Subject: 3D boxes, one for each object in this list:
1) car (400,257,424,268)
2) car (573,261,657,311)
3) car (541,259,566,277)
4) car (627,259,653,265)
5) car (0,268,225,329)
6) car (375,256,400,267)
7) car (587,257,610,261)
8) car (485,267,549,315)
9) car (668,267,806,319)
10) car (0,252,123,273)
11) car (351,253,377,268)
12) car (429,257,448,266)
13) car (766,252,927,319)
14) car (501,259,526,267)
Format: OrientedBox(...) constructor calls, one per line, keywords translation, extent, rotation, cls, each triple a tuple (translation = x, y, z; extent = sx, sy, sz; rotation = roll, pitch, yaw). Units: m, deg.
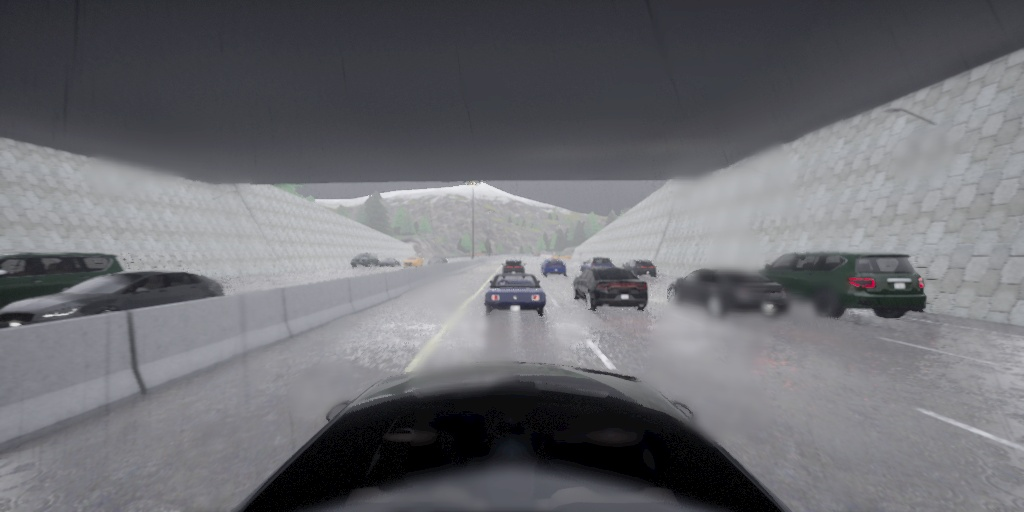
OrientedBox(translation=(-14.002, 0.834, 51.392), extent=(1.882, 1.535, 5.008), rotation=(0, 0, 1), cls="car")
OrientedBox(translation=(3.606, 1.132, 13.923), extent=(1.882, 1.535, 5.008), rotation=(0, 0, 0), cls="car")
OrientedBox(translation=(3.633, 0.989, 31.929), extent=(1.882, 1.535, 5.008), rotation=(0, 0, 0), cls="car")
OrientedBox(translation=(10.631, 1.029, 30.443), extent=(1.837, 1.490, 4.892), rotation=(0, 0, 0), cls="car")
OrientedBox(translation=(-10.596, 1.188, 10.055), extent=(1.837, 1.490, 4.892), rotation=(0, 0, 0), cls="car")
OrientedBox(translation=(-17.498, 0.920, 51.418), extent=(1.994, 1.385, 4.181), rotation=(0, 0, 1), cls="car")
OrientedBox(translation=(7.130, 0.879, 30.093), extent=(2.097, 1.767, 4.553), rotation=(0, 0, 0), cls="car")
OrientedBox(translation=(0.106, 1.262, 12.980), extent=(1.895, 1.301, 4.718), rotation=(0, 0, 0), cls="car")
OrientedBox(translation=(7.105, 1.172, 12.324), extent=(1.837, 1.490, 4.892), rotation=(0, 0, 0), cls="car")
OrientedBox(translation=(-14.094, 0.906, 9.915), extent=(2.150, 2.045, 5.566), rotation=(0, 0, 0), cls="car")
OrientedBox(translation=(-21.003, 0.577, 51.417), extent=(2.150, 2.045, 5.566), rotation=(0, 0, 1), cls="car")
OrientedBox(translation=(-10.509, 0.847, 51.523), extent=(2.128, 1.511, 4.902), rotation=(0, 0, 0), cls="car")
OrientedBox(translation=(10.603, 0.888, 12.484), extent=(2.150, 2.045, 5.566), rotation=(0, 0, 0), cls="car")
OrientedBox(translation=(0.131, 1.028, 30.449), extent=(1.837, 1.490, 4.892), rotation=(0, 0, 0), cls="car")
